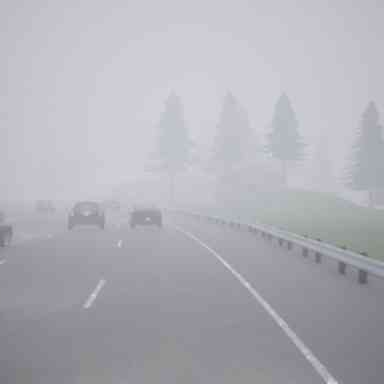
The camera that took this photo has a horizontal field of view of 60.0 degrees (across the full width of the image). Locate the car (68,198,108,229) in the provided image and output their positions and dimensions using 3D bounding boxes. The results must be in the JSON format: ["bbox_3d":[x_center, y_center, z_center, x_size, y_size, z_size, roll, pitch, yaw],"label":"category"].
[{"bbox_3d":[-6.742,1.337,21.604,2.097,1.767,4.553,0,0,-14],"label":"car"}]

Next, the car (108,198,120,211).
[{"bbox_3d":[-9.779,1.455,39.200,2.128,1.511,4.902,0,0,-26],"label":"car"}]

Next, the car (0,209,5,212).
[{"bbox_3d":[-14.271,1.561,22.861,2.033,1.411,5.357,0,0,-18],"label":"car"}]

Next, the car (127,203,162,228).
[{"bbox_3d":[-3.180,1.448,21.912,1.882,1.535,5.008,0,0,-14],"label":"car"}]

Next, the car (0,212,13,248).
[{"bbox_3d":[-8.125,1.611,11.838,1.895,1.301,4.718,0,0,-9],"label":"car"}]

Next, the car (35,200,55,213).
[{"bbox_3d":[-16.252,1.542,36.712,2.033,1.411,5.357,0,0,-27],"label":"car"}]
